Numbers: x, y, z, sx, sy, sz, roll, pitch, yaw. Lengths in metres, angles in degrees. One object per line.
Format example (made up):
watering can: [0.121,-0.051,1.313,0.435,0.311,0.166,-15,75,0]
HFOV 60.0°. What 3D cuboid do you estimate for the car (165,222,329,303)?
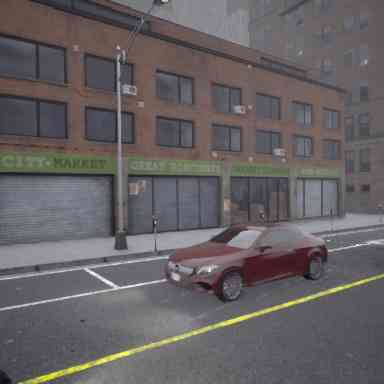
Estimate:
car: [1.559,1.524,8.354,4.674,1.442,1.812,0,0,-36]

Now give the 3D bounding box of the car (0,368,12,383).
car: [-2.866,1.564,1.267,4.181,1.385,1.994,0,0,-35]
